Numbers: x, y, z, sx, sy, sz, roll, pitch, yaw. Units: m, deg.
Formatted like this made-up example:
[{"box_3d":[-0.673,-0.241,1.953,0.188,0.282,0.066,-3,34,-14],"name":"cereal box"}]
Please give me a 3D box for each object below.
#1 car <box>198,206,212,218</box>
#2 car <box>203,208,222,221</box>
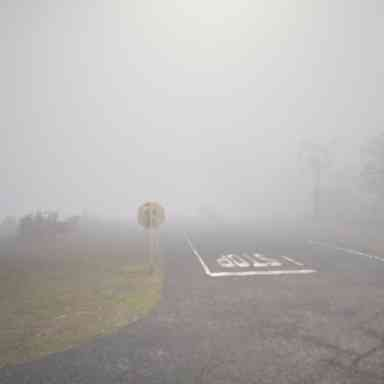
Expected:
[{"box_3d":[2.283,3.350,57.065,2.150,2.045,5.566,-1,-2,-4],"name":"car"},{"box_3d":[3.070,3.302,47.075,1.994,1.385,4.181,-1,-2,-4],"name":"car"}]
